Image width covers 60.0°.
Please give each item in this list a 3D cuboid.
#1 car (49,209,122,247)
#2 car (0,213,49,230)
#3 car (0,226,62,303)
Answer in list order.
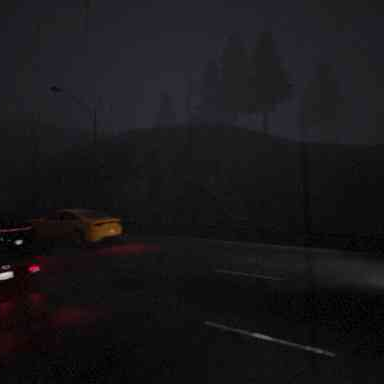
[{"bbox_3d":[-5.531,1.515,15.270,5.008,1.535,1.882,0,0,29],"label":"car"},{"bbox_3d":[-8.135,1.530,12.702,4.902,1.511,2.128,0,0,28],"label":"car"},{"bbox_3d":[-5.549,1.571,7.266,5.357,1.411,2.033,0,0,30],"label":"car"}]
